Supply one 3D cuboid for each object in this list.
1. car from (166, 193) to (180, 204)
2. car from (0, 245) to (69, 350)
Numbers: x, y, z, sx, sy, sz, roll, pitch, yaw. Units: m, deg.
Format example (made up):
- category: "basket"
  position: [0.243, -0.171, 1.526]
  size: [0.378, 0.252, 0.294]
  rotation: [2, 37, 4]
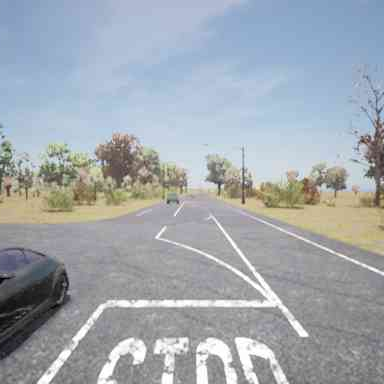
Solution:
- category: "car"
  position: [-3.394, 1.166, 59.994]
  size: [2.150, 2.045, 5.566]
  rotation: [0, 0, 0]
- category: "car"
  position: [-3.502, 1.565, 5.110]
  size: [1.994, 1.385, 4.181]
  rotation: [0, 0, 0]
